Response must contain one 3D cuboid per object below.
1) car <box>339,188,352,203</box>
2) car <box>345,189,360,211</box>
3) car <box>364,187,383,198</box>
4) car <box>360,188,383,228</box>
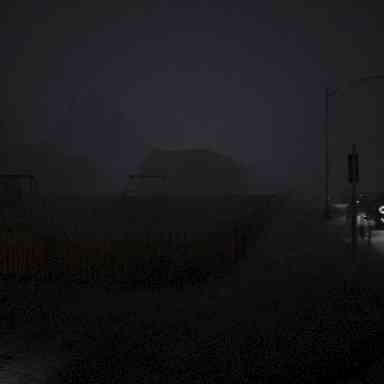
[{"bbox_3d":[16.743,0.285,35.314,1.882,1.535,5.008,0,2,19],"label":"car"},{"bbox_3d":[13.223,0.718,25.499,1.895,1.301,4.718,0,2,20],"label":"car"},{"bbox_3d":[23.971,0.074,43.715,1.895,1.301,4.718,0,2,20],"label":"car"},{"bbox_3d":[10.087,0.748,16.668,2.097,1.767,4.553,0,2,19],"label":"car"}]
